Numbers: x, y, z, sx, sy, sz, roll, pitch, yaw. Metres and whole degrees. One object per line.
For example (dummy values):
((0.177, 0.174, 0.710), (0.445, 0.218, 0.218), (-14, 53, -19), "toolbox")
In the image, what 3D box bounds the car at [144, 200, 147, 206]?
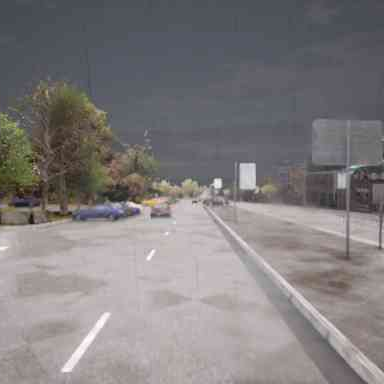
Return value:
((-8.017, 1.899, 38.873), (4.674, 1.452, 2.002), (0, -1, 1), "car")

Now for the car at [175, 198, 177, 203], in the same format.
((-7.537, 2.623, 95.198), (5.008, 1.535, 2.097), (0, -1, 0), "car")

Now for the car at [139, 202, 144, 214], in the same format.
((-8.053, 1.828, 35.725), (5.008, 1.535, 2.097), (0, -1, 1), "car")

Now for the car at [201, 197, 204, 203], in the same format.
((5.335, 1.970, 72.808), (5.566, 2.045, 2.435), (0, -1, 0), "car")

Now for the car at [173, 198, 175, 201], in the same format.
((-7.579, 2.555, 89.627), (4.674, 1.452, 2.002), (0, -1, 0), "car")

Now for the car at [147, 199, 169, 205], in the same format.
((-7.694, 2.301, 75.709), (4.674, 1.452, 2.002), (0, -1, 1), "car")

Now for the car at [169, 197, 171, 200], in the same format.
((-7.721, 2.217, 72.924), (5.008, 1.535, 2.097), (0, -1, 1), "car")

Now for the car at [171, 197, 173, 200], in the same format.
((-7.614, 2.230, 81.279), (4.553, 1.767, 2.185), (0, -1, 0), "car")

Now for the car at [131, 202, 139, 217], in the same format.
((-8.071, 1.797, 32.452), (4.892, 1.521, 2.231), (0, -1, 1), "car")

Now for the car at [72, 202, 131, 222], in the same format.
((-8.103, 1.804, 29.176), (4.674, 1.452, 2.002), (0, -1, 1), "car")

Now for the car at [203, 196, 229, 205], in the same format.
((5.345, 2.184, 70.004), (4.892, 1.521, 2.231), (0, -1, 1), "car")

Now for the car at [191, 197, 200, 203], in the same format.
((0.764, 2.516, 91.001), (1.882, 1.535, 5.008), (0, -1, 0), "car")

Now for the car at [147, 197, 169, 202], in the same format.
((-7.759, 2.143, 67.356), (5.008, 1.535, 2.097), (0, -1, 1), "car")

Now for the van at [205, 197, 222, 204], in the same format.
((5.594, 2.240, 86.819), (4.442, 1.987, 1.878), (0, -1, 0), "van")

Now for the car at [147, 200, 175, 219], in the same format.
((-3.043, 1.852, 33.315), (1.812, 1.442, 4.674), (0, -1, 1), "car")

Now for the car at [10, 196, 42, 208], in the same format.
((-26.215, 1.489, 52.357), (4.553, 1.767, 2.097), (1, 2, 0), "car")

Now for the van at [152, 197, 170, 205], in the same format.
((-7.739, 2.180, 84.062), (4.442, 1.987, 1.878), (0, -1, 0), "van")

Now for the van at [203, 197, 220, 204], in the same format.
((5.402, 2.348, 92.427), (4.442, 1.987, 1.878), (0, -1, 0), "van")
